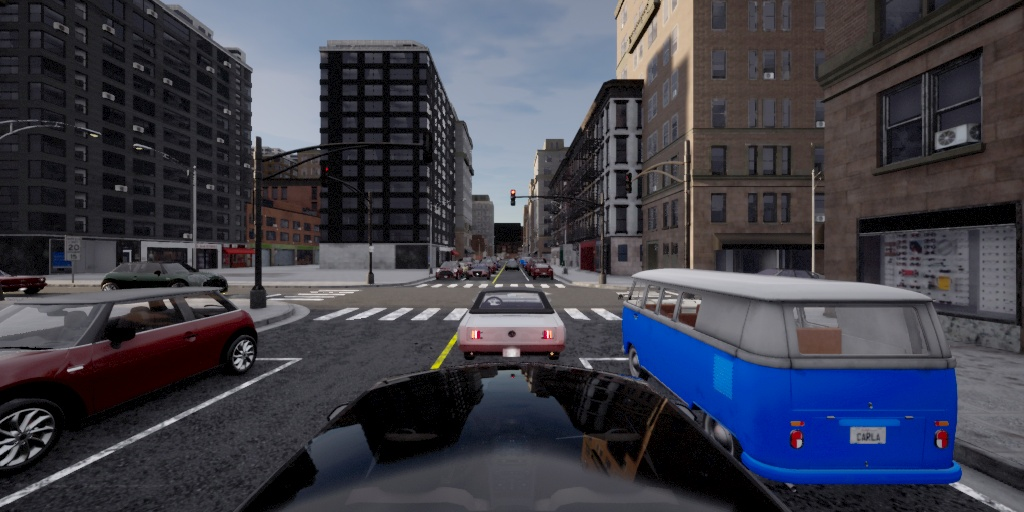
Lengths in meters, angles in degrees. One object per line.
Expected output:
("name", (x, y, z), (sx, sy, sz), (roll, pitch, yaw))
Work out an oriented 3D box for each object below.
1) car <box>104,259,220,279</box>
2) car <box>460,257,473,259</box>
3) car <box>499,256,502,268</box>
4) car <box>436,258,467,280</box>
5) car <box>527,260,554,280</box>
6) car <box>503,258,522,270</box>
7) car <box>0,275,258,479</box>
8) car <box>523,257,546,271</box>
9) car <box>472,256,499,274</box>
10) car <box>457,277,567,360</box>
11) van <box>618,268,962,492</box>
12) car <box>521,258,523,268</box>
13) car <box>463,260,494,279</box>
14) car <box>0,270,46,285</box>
("car", (-16.004, 1.022, 16.715), (4.553, 1.767, 2.097), (0, 0, 0))
("car", (-5.430, 1.063, 42.196), (2.192, 1.841, 5.009), (0, 0, 0))
("car", (-2.887, 1.099, 49.048), (2.097, 1.767, 4.553), (0, 0, 0))
("car", (-5.418, 1.188, 31.377), (1.967, 1.591, 4.097), (0, 0, 0))
("car", (2.607, 1.294, 31.386), (1.888, 1.381, 4.507), (0, 0, 0))
("car", (0.043, 1.310, 51.520), (1.994, 1.385, 4.181), (0, 0, 0))
("car", (-5.388, 1.190, 4.498), (1.967, 1.591, 4.097), (0, 0, 0))
("car", (2.601, 1.063, 36.796), (2.192, 1.841, 5.009), (0, 0, 0))
("car", (-2.874, 1.100, 40.173), (2.097, 1.767, 4.553), (0, 0, 0))
("car", (-0.005, 1.351, 8.292), (1.895, 1.301, 4.718), (0, 0, 0))
("van", (2.637, 1.091, 4.506), (1.690, 1.789, 3.998), (0, 0, 0))
("car", (2.589, 1.292, 47.615), (1.888, 1.381, 4.507), (0, 0, 0))
("car", (-2.882, 1.313, 31.553), (1.994, 1.385, 4.181), (0, 0, -1))
("car", (-24.983, 1.220, 16.701), (4.718, 1.301, 1.895), (0, 0, 0))
